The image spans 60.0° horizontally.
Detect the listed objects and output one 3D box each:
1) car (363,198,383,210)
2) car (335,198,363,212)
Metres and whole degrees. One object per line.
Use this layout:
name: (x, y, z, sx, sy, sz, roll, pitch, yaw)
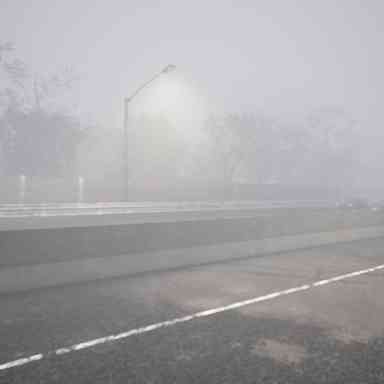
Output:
car: (21.220, 1.625, 36.296, 4.902, 1.511, 2.128, 0, 0, -35)
car: (18.694, 1.484, 38.787, 4.553, 1.767, 2.097, 0, 0, -35)
